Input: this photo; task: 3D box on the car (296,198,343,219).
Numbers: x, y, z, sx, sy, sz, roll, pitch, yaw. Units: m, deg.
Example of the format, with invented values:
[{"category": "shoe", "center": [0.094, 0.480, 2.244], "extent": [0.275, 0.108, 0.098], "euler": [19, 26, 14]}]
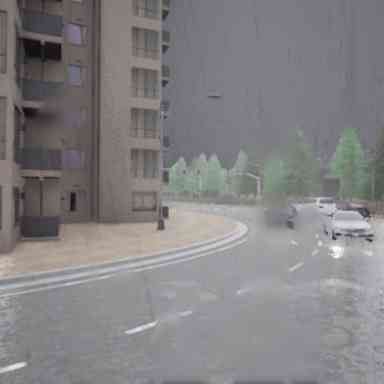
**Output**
[{"category": "car", "center": [12.247, 1.578, 33.692], "extent": [2.150, 2.045, 5.566], "euler": [1, 0, -13]}]

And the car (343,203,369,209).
[{"category": "car", "center": [15.684, 1.854, 33.669], "extent": [1.882, 1.535, 5.008], "euler": [1, -1, -11]}]

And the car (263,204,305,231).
[{"category": "car", "center": [5.961, 1.773, 22.751], "extent": [2.033, 1.411, 5.357], "euler": [0, 0, 7]}]

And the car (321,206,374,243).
[{"category": "car", "center": [8.217, 1.723, 17.692], "extent": [1.812, 1.442, 4.674], "euler": [1, 0, 15]}]
